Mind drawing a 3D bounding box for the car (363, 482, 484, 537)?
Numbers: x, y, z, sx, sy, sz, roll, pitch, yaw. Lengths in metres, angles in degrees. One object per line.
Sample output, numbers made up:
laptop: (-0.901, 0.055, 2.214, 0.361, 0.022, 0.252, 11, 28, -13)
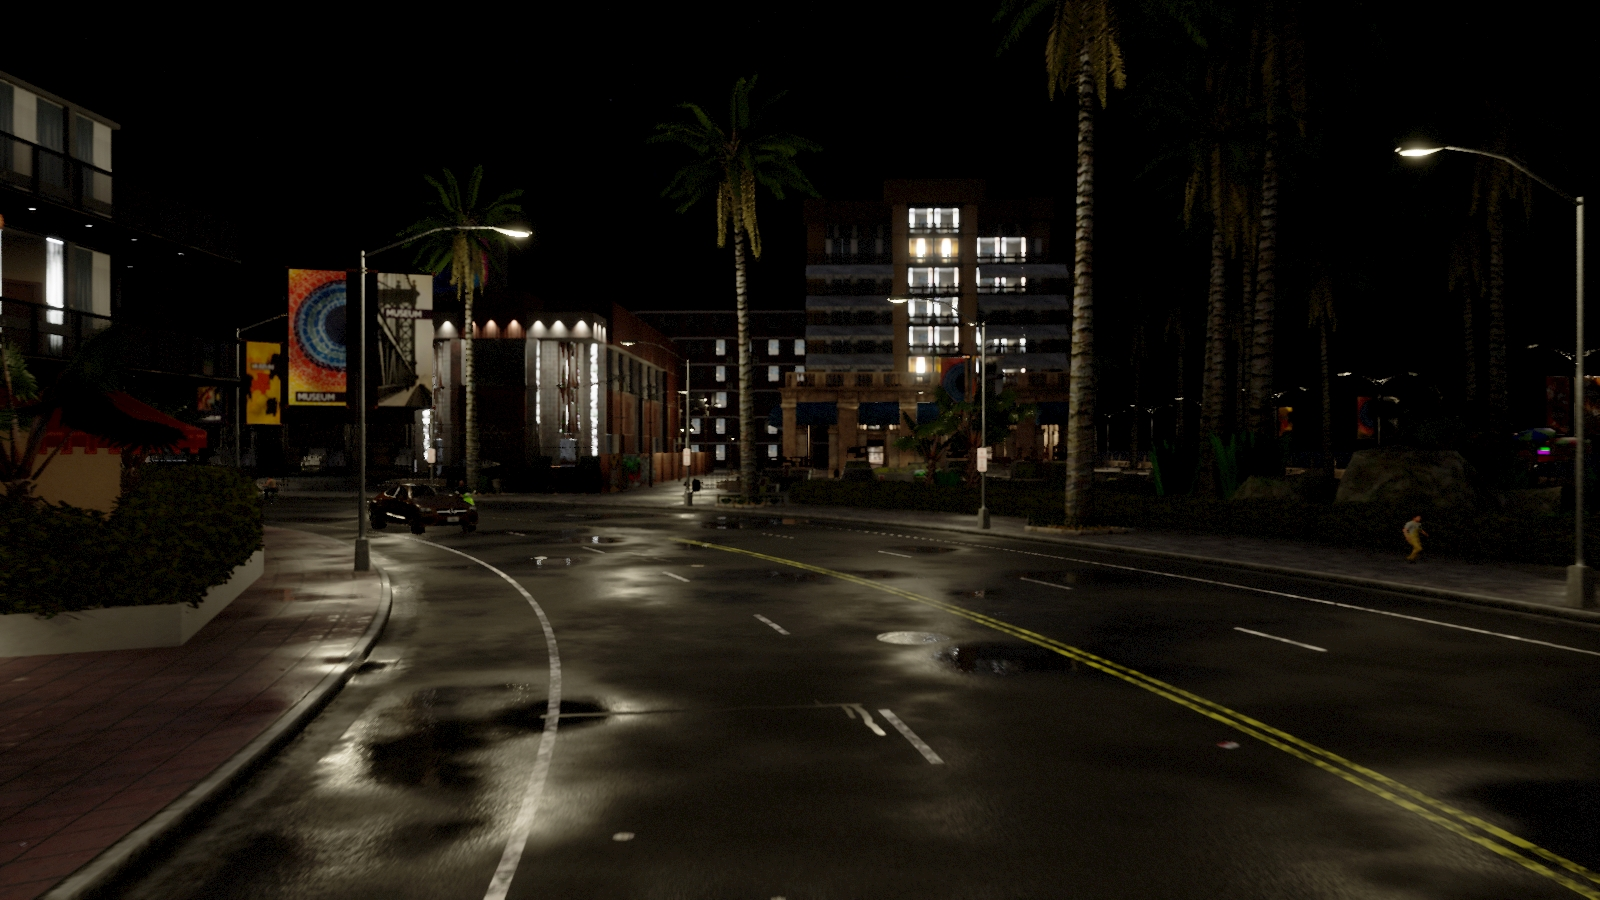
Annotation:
car: (-13.143, 1.998, 39.673, 2.152, 1.651, 5.027, 0, 0, -42)

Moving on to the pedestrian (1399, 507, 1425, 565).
pedestrian: (14.130, 1.978, 26.368, 0.375, 1.300, 0.375, 0, 0, -24)
